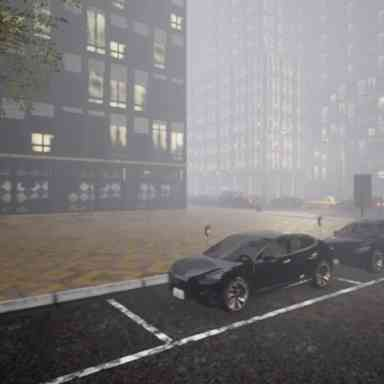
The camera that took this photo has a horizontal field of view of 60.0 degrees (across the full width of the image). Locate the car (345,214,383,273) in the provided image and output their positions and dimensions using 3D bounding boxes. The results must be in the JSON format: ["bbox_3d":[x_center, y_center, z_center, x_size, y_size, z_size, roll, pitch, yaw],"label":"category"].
[{"bbox_3d":[5.792,1.587,10.697,4.313,1.339,1.947,0,0,-36],"label":"car"}]

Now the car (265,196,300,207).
[{"bbox_3d":[11.825,1.135,41.767,1.947,1.339,4.313,1,0,-36],"label":"car"}]

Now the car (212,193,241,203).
[{"bbox_3d":[5.193,0.925,50.841,1.947,1.339,4.313,1,0,-36],"label":"car"}]

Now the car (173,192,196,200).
[{"bbox_3d":[-1.438,0.715,59.915,1.947,1.339,4.313,1,0,-36],"label":"car"}]

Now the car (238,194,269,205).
[{"bbox_3d":[8.509,1.046,46.304,1.802,1.307,4.206,1,0,-36],"label":"car"}]

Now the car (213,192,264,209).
[{"bbox_3d":[5.071,0.893,36.814,2.192,1.841,5.009,1,0,-36],"label":"car"}]

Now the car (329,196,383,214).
[{"bbox_3d":[16.000,1.123,31.638,2.097,1.767,4.553,0,1,-36],"label":"car"}]

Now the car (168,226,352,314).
[{"bbox_3d":[1.522,1.577,7.649,4.313,1.339,1.947,0,0,-36],"label":"car"}]

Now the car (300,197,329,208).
[{"bbox_3d":[15.110,1.196,37.421,1.752,1.417,4.829,1,0,-36],"label":"car"}]

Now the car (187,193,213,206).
[{"bbox_3d":[1.749,1.039,41.352,1.947,1.339,4.313,1,0,-36],"label":"car"}]
